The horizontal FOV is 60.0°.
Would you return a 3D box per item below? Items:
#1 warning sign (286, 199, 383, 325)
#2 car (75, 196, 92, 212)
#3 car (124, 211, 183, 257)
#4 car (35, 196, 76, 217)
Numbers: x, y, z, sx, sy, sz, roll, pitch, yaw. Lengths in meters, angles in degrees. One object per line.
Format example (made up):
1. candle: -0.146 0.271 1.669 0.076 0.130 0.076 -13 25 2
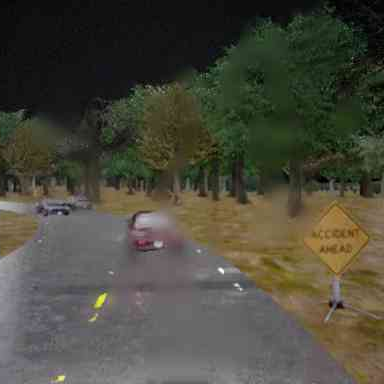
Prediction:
1. warning sign: 2.435 1.076 5.642 1.300 1.860 1.060 -1 0 -5
2. car: -11.455 1.158 32.619 2.128 1.511 4.902 1 0 -39
3. car: -1.533 1.426 12.538 1.812 1.442 4.674 0 1 -13
4. car: -11.817 1.242 28.041 2.033 1.411 5.357 0 1 -36
